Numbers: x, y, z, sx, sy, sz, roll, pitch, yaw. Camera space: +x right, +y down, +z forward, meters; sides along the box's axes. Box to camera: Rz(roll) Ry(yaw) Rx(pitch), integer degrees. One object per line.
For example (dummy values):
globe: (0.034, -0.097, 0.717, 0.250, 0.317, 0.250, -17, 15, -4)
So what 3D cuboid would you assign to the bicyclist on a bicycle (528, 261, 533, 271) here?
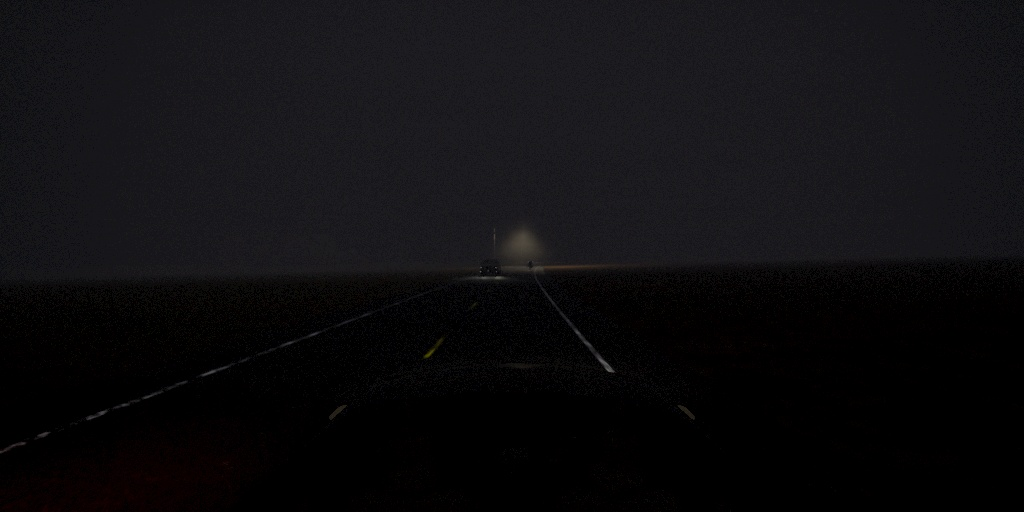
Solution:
bicyclist on a bicycle: (2.961, 1.641, 59.615, 0.659, 1.776, 1.843, 0, 0, 4)

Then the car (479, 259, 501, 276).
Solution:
car: (-2.538, 1.348, 43.281, 2.150, 2.045, 5.566, 0, -1, 3)
